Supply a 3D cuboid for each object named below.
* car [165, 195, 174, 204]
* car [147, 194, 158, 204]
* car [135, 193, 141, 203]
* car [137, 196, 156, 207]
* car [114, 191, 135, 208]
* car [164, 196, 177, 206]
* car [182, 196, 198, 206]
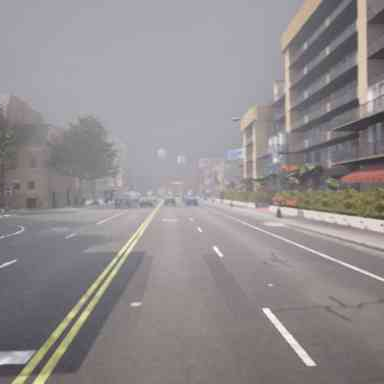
[{"bbox_3d":[-4.683,1.529,69.200,1.882,1.535,5.008,-1,0,-4],"label":"car"},{"bbox_3d":[-8.153,1.615,68.641,1.812,1.442,4.674,-1,0,-4],"label":"car"},{"bbox_3d":[-11.628,1.608,68.153,1.882,1.535,5.008,-1,0,-4],"label":"car"},{"bbox_3d":[-7.084,1.680,52.016,1.895,1.301,4.718,-1,0,-4],"label":"car"},{"bbox_3d":[-10.564,1.340,51.515,2.150,2.045,5.566,-1,0,-4],"label":"car"},{"bbox_3d":[-3.692,1.542,56.023,1.837,1.490,4.892,-1,-1,-4],"label":"car"},{"bbox_3d":[-0.107,1.477,54.822,1.882,1.535,5.008,-1,0,-4],"label":"car"}]
